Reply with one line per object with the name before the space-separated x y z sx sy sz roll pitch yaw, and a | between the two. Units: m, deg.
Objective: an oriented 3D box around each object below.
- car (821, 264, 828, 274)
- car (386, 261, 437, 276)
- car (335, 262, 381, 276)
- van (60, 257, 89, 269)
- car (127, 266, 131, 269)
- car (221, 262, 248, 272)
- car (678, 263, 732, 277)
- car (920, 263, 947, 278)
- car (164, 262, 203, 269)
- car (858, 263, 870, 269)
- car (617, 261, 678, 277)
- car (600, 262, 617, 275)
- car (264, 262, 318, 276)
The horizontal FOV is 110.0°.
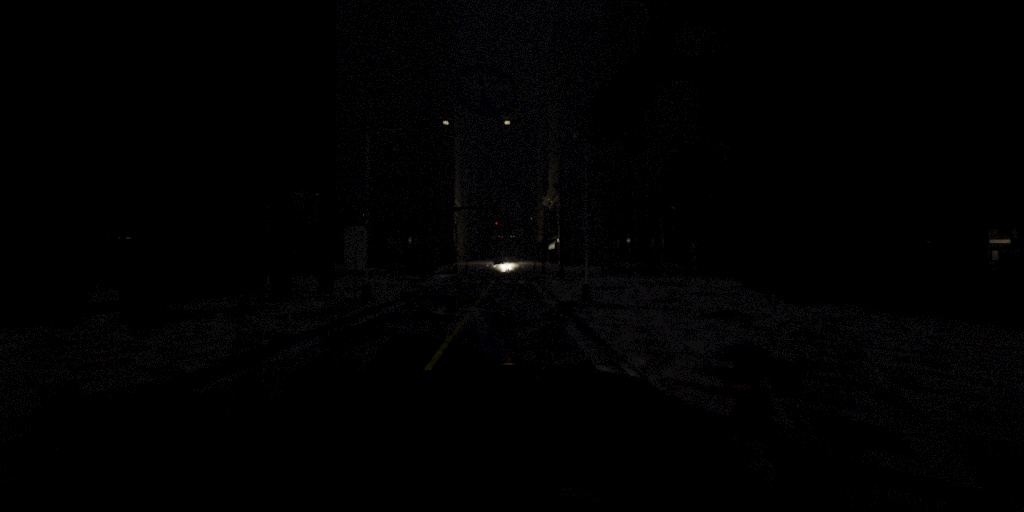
car | 35.011 1.573 41.504 4.207 1.307 1.802 0 0 0
car | -9.898 1.287 35.612 4.892 1.490 1.837 3 -1 0
car | -14.586 1.201 32.825 4.829 1.417 1.751 0 0 0
van | -41.257 0.972 32.741 3.998 1.789 1.690 0 0 0
car | -41.750 1.345 41.263 4.207 1.307 1.802 0 0 0
car | -30.951 1.322 41.297 4.507 1.381 1.888 0 0 0
car | 18.003 1.340 32.927 4.313 1.339 1.948 0 0 0
car | 40.676 1.333 32.997 4.097 1.591 1.967 0 0 0
car | -30.656 1.210 32.774 4.313 1.339 1.948 0 0 0
car | 40.678 1.466 41.522 4.097 1.591 1.967 0 0 0
car | 12.334 1.305 32.909 4.403 1.370 2.007 0 0 0
car | 12.337 1.327 41.433 4.097 1.591 1.967 0 0 0
car | -20.056 1.209 32.808 4.507 1.381 1.888 0 0 0
